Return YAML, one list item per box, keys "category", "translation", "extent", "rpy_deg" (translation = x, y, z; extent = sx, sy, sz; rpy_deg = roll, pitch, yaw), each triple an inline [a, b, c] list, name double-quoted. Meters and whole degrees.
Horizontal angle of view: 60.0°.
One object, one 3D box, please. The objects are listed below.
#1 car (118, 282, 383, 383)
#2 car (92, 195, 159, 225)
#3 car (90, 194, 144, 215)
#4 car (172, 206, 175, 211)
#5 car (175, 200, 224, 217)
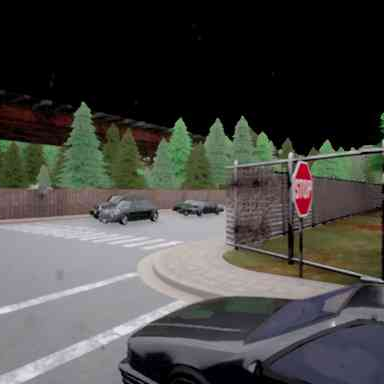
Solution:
- category: "car"
  translation: [1.838, 1.548, 2.661]
  extent: [5.357, 1.411, 2.033]
  rpy_deg: [0, 0, 36]
- category: "car"
  translation: [-4.515, 1.342, 24.087]
  extent: [2.097, 1.767, 4.553]
  rpy_deg: [0, 0, 36]
- category: "car"
  translation: [-5.896, 1.210, 28.126]
  extent: [2.150, 2.045, 5.566]
  rpy_deg: [0, 0, 36]
- category: "car"
  translation: [0.160, 1.536, 36.398]
  extent: [2.033, 1.411, 5.357]
  rpy_deg: [0, 0, 37]
- category: "car"
  translation: [1.079, 1.537, 31.730]
  extent: [2.033, 1.411, 5.357]
  rpy_deg: [0, 0, 36]
